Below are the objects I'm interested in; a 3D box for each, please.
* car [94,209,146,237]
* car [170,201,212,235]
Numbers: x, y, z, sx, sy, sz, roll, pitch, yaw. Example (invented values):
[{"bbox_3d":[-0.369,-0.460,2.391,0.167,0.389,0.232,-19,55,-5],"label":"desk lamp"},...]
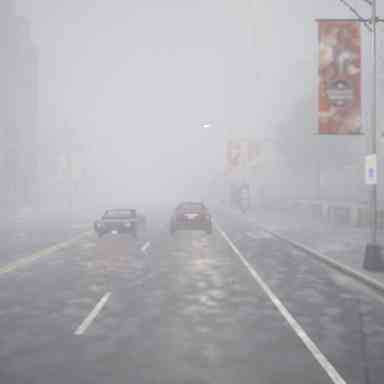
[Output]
[{"bbox_3d":[-3.545,1.517,17.286,1.895,1.301,4.718,0,0,-1],"label":"car"},{"bbox_3d":[-0.056,1.257,18.427,2.097,1.767,4.553,0,0,0],"label":"car"}]
